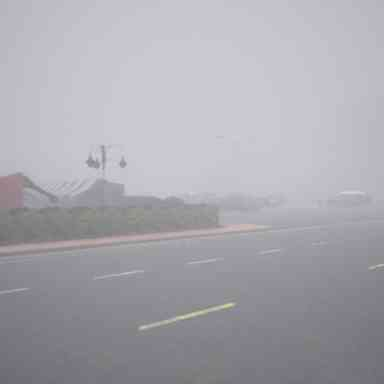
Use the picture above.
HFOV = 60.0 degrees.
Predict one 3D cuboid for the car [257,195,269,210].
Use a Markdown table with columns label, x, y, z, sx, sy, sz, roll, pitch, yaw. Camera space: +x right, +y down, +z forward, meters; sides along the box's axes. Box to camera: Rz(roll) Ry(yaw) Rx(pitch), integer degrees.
| label | x | y | z | sx | sy | sz | roll | pitch | yaw |
| --- | --- | --- | --- | --- | --- | --- | --- | --- | --- |
| car | 8.000 | 1.276 | 44.875 | 1.784 | 1.438 | 3.905 | 0 | 0 | -35 |

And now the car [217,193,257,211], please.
| label | x | y | z | sx | sy | sz | roll | pitch | yaw |
| --- | --- | --- | --- | --- | --- | --- | --- | --- | --- |
| car | 5.830 | 1.068 | 43.296 | 1.932 | 1.855 | 4.605 | 0 | 0 | -35 |

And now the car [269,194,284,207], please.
| label | x | y | z | sx | sy | sz | roll | pitch | yaw |
| --- | --- | --- | --- | --- | --- | --- | --- | --- | --- |
| car | 10.373 | 1.305 | 46.533 | 1.970 | 1.475 | 3.806 | 0 | 0 | -35 |

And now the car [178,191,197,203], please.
| label | x | y | z | sx | sy | sz | roll | pitch | yaw |
| --- | --- | --- | --- | --- | --- | --- | --- | --- | --- |
| car | -1.342 | 0.941 | 78.081 | 1.905 | 1.878 | 3.866 | 0 | 0 | -35 |

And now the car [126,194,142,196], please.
| label | x | y | z | sx | sy | sz | roll | pitch | yaw |
| --- | --- | --- | --- | --- | --- | --- | --- | --- | --- |
| car | -9.760 | 1.230 | 50.853 | 1.784 | 1.438 | 3.905 | 0 | 0 | -35 |

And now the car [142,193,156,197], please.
| label | x | y | z | sx | sy | sz | roll | pitch | yaw |
| --- | --- | --- | --- | --- | --- | --- | --- | --- | --- |
| car | -7.349 | 1.018 | 52.459 | 1.932 | 1.855 | 4.605 | 0 | 0 | -35 |

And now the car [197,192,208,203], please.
| label | x | y | z | sx | sy | sz | roll | pitch | yaw |
| --- | --- | --- | --- | --- | --- | --- | --- | --- | --- |
| car | 1.061 | 0.936 | 79.694 | 1.932 | 1.855 | 4.605 | 0 | 0 | -35 |

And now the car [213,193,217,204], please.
| label | x | y | z | sx | sy | sz | roll | pitch | yaw |
| --- | --- | --- | --- | --- | --- | --- | --- | --- | --- |
| car | 6.448 | 1.246 | 62.215 | 1.970 | 1.475 | 3.806 | 0 | 0 | -35 |
